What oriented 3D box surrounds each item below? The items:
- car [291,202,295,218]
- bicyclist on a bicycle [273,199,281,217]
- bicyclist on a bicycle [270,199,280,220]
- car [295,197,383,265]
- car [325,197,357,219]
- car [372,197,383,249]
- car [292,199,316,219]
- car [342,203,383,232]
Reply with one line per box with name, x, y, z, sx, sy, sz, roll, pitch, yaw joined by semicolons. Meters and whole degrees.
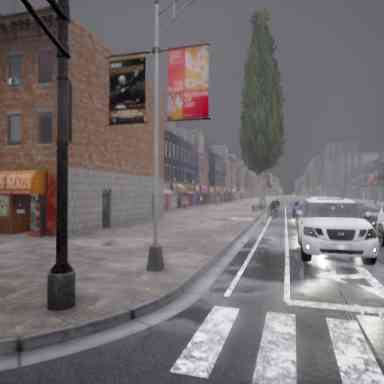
car;7.714;1.511;21.653;2.128;1.511;4.902;0;0;16
bicyclist on a bicycle;7.954;1.477;31.084;0.582;1.620;1.656;1;-1;17
bicyclist on a bicycle;6.447;1.467;26.335;0.582;1.620;1.656;0;0;17
car;5.086;1.232;12.261;2.150;2.045;5.566;0;0;16
car;13.627;1.395;30.734;2.097;1.767;4.553;0;0;16
car;8.382;1.246;11.972;2.150;2.045;5.566;0;0;16
car;10.268;1.507;30.795;1.882;1.535;5.008;0;0;16
car;10.991;1.538;21.289;1.837;1.490;4.892;0;0;16
